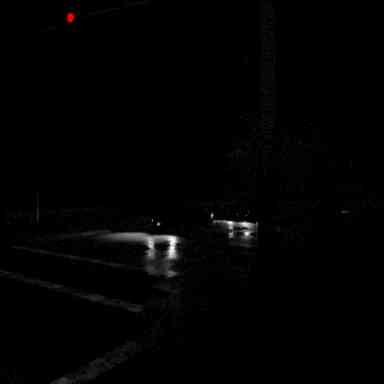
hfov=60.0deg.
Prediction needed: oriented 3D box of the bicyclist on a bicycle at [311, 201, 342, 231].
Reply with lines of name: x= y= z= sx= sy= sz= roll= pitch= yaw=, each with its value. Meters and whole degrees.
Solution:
bicyclist on a bicycle: x=7.572 y=1.349 z=18.742 sx=1.656 sy=1.620 sz=0.582 roll=0 pitch=0 yaw=33

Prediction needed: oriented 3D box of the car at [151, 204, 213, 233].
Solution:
car: x=-0.486 y=1.512 z=20.101 sx=1.837 sy=1.490 sz=4.892 roll=0 pitch=0 yaw=33

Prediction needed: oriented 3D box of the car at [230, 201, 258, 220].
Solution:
car: x=4.939 y=1.537 z=28.343 sx=1.837 sy=1.490 sz=4.892 roll=0 pitch=0 yaw=34

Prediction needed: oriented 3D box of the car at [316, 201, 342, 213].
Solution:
car: x=15.559 y=1.647 z=37.593 sx=1.994 sy=1.385 sz=4.181 roll=0 pitch=0 yaw=36
